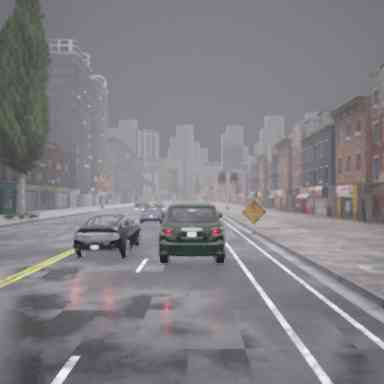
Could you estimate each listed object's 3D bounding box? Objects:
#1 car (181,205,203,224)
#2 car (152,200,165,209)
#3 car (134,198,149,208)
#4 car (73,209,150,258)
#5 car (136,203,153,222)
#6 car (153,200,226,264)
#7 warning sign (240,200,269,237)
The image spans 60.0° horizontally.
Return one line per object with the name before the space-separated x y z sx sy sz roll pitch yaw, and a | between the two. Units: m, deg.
car | 0.027 1.892 28.911 1.812 1.442 4.674 0 -1 0
car | -6.506 2.406 65.031 1.837 1.490 4.892 0 -1 1
car | -9.750 2.122 64.925 2.150 2.045 5.566 0 -1 0
car | -3.229 1.658 13.516 2.128 1.511 4.902 0 -1 0
car | -3.227 1.925 28.400 1.994 1.385 4.181 0 -1 0
car | 0.010 1.378 12.585 2.150 2.045 5.566 0 0 0
warning sign | 3.224 1.331 17.352 1.300 1.860 1.060 0 -1 0
